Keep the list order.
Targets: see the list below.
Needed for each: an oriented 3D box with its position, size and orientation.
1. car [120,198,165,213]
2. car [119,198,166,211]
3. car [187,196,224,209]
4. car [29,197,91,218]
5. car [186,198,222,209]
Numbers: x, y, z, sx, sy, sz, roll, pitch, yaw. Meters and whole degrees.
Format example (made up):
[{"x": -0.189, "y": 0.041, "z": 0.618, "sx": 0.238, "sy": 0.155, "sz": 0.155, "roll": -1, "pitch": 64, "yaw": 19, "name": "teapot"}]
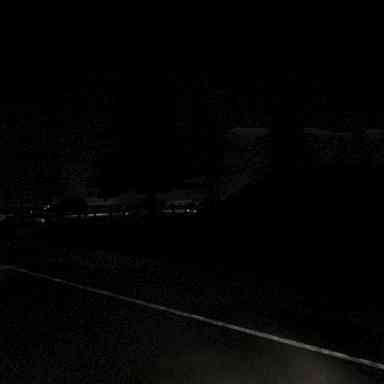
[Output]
[{"x": -5.147, "y": 1.406, "z": 35.766, "sx": 4.902, "sy": 1.511, "sz": 2.128, "roll": 0, "pitch": 0, "yaw": -42, "name": "car"}, {"x": -5.898, "y": 1.448, "z": 39.863, "sx": 5.357, "sy": 1.411, "sz": 2.033, "roll": 0, "pitch": 0, "yaw": -42, "name": "car"}, {"x": 1.779, "y": 1.276, "z": 41.503, "sx": 4.553, "sy": 1.767, "sz": 2.097, "roll": 0, "pitch": 0, "yaw": -35, "name": "car"}, {"x": -11.353, "y": 1.260, "z": 29.351, "sx": 2.097, "sy": 1.767, "sz": 4.553, "roll": 0, "pitch": 0, "yaw": 41, "name": "car"}, {"x": 1.668, "y": 1.514, "z": 45.751, "sx": 4.718, "sy": 1.301, "sz": 1.895, "roll": 0, "pitch": 0, "yaw": -35, "name": "car"}]
